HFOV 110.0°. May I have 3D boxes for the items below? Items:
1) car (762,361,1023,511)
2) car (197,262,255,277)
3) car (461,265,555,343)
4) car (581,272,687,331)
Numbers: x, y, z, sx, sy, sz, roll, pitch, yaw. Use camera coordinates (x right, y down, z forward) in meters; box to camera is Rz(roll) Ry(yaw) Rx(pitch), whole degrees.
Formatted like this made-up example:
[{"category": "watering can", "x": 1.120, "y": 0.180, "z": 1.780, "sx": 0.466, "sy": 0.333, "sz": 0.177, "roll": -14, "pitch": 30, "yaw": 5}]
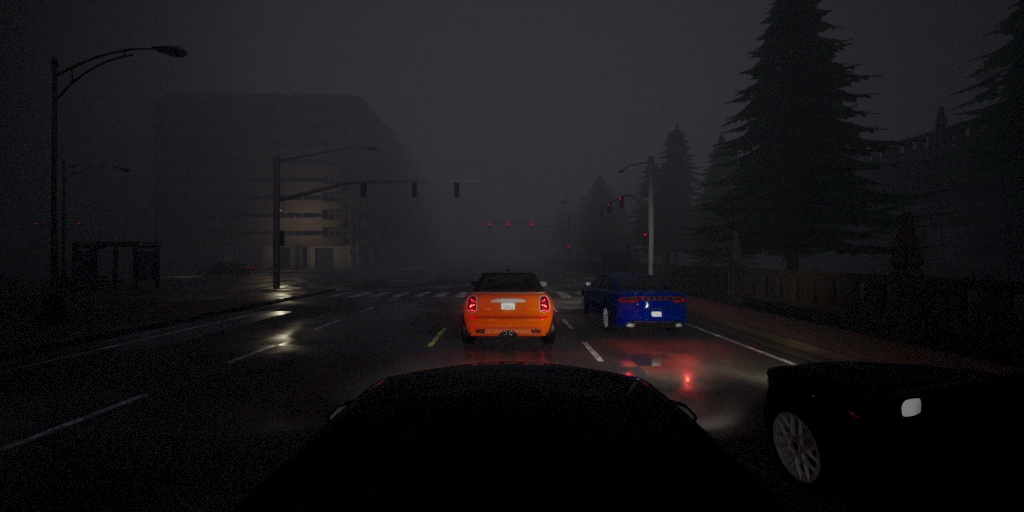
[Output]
[{"category": "car", "x": 3.288, "y": 1.228, "z": 1.453, "sx": 1.882, "sy": 1.535, "sz": 5.008, "roll": 0, "pitch": 0, "yaw": 3}, {"category": "car", "x": -28.401, "y": 1.310, "z": 35.658, "sx": 4.892, "sy": 1.490, "sz": 1.837, "roll": 0, "pitch": 0, "yaw": -1}, {"category": "car", "x": -0.081, "y": 1.102, "z": 9.835, "sx": 2.097, "sy": 1.767, "sz": 4.553, "roll": 0, "pitch": 0, "yaw": 0}, {"category": "car", "x": 3.419, "y": 1.228, "z": 10.979, "sx": 1.882, "sy": 1.535, "sz": 5.008, "roll": 0, "pitch": 0, "yaw": 0}]
